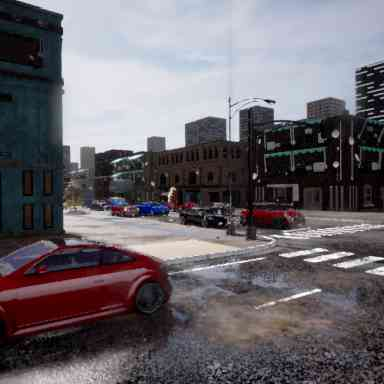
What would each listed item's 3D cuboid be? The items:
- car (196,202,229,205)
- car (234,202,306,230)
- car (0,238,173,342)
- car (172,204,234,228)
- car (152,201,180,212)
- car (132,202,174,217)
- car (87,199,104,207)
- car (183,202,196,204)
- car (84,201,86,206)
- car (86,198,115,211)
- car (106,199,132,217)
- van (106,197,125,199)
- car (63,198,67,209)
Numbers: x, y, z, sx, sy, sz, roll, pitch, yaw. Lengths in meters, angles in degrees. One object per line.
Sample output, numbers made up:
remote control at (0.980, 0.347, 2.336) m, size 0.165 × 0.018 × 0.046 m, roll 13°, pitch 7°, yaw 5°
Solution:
car at (2.796, 1.810, 36.298) m, size 2.008 × 1.369 × 4.403 m, roll -2°, pitch 0°, yaw -35°
car at (5.457, 1.523, 22.771) m, size 2.097 × 1.767 × 4.553 m, roll -1°, pitch 0°, yaw -37°
car at (-2.432, 1.564, 5.931) m, size 4.181 × 1.385 × 1.994 m, roll 0°, pitch 0°, yaw -35°
car at (0.700, 1.814, 24.573) m, size 1.947 × 1.339 × 4.313 m, roll -2°, pitch 0°, yaw -35°
car at (-3.615, 1.966, 45.322) m, size 1.802 × 1.307 × 4.206 m, roll -2°, pitch 0°, yaw -35°
car at (-4.362, 1.843, 36.393) m, size 1.882 × 1.535 × 5.008 m, roll -1°, pitch 0°, yaw -35°
car at (-19.650, 2.228, 67.880) m, size 1.887 × 1.381 × 4.507 m, roll -1°, pitch 0°, yaw -35°
car at (-0.410, 1.904, 40.811) m, size 1.802 × 1.307 × 4.206 m, roll -2°, pitch 0°, yaw -35°
car at (-19.500, 2.194, 63.230) m, size 1.812 × 1.442 × 4.674 m, roll -1°, pitch 0°, yaw -35°
car at (-13.541, 2.034, 49.389) m, size 2.128 × 1.511 × 4.902 m, roll -1°, pitch 0°, yaw -35°
car at (-7.243, 1.846, 35.953) m, size 1.967 × 1.590 × 4.097 m, roll -1°, pitch 0°, yaw -35°
van at (-13.241, 1.907, 58.857) m, size 1.690 × 1.788 × 3.998 m, roll -1°, pitch 0°, yaw -35°
car at (-23.174, 2.233, 58.374) m, size 1.752 × 1.417 × 4.829 m, roll -1°, pitch 0°, yaw -35°
